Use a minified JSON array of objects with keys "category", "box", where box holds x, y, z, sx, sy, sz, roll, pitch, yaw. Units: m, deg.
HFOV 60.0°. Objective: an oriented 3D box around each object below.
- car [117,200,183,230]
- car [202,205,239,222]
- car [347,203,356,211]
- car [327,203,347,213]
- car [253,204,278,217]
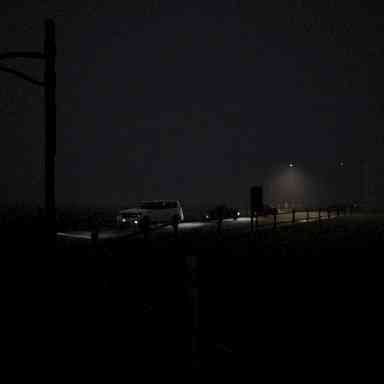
[{"category":"car","box":[-2.947,1.608,24.601,2.150,2.045,5.566,0,-1,36]},{"category":"car","box":[2.869,2.067,32.539,2.128,1.511,4.902,0,-1,36]},{"category":"car","box":[29.807,2.867,63.089,1.837,1.490,4.892,0,-1,36]},{"category":"car","box":[23.319,2.670,54.215,1.812,1.442,4.674,0,-1,37]},{"category":"car","box":[8.900,2.265,40.768,2.128,1.511,4.902,0,-1,36]}]
